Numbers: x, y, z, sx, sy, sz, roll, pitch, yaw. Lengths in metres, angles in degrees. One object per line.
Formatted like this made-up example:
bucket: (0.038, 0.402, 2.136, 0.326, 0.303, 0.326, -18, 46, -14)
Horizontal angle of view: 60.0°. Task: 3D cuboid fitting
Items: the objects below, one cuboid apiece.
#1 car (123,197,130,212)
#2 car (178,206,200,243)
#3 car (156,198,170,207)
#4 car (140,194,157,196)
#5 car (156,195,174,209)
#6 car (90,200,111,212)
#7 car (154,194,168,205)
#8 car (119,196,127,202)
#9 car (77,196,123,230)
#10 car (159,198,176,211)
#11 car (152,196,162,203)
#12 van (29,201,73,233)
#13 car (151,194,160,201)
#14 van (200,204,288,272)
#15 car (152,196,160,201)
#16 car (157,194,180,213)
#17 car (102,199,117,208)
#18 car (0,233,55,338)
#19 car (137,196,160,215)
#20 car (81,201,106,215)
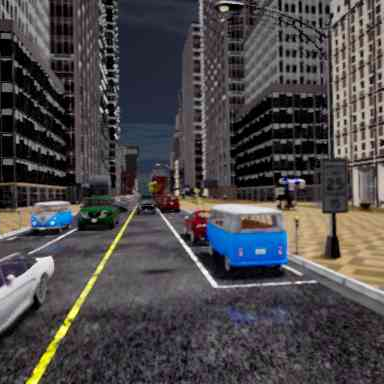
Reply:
car: (-8.618, 1.748, 40.630, 2.033, 1.411, 5.357, -1, 0, -8)
car: (0.651, 1.527, 15.896, 1.887, 1.381, 4.507, -1, 0, -8)
car: (-4.800, 1.625, 54.284, 1.947, 1.339, 4.313, -1, 0, -8)
car: (-6.482, 1.317, 46.940, 2.150, 2.045, 5.566, -1, 0, -8)
car: (-4.028, 1.364, 48.799, 2.192, 1.841, 5.009, -1, 0, -8)
car: (-11.546, 1.736, 42.140, 2.008, 1.369, 4.403, -1, 0, -8)
car: (-5.579, 1.385, 59.769, 2.192, 1.841, 5.009, -1, 0, -8)
car: (-17.749, 1.851, 86.019, 1.802, 1.307, 4.206, -1, 0, -8)
car: (-6.130, 1.320, 22.288, 2.150, 2.045, 5.566, -1, 0, -8)
car: (-3.249, 1.583, 43.314, 1.887, 1.381, 4.507, -1, 0, -8)
car: (-7.730, 1.578, 72.614, 1.882, 1.535, 5.008, -1, 0, -8)
van: (-8.447, 1.482, 20.202, 1.690, 1.788, 3.998, -1, 0, -8)
car: (-10.231, 1.447, 92.677, 2.192, 1.841, 5.009, -1, 0, -8)
van: (1.513, 1.310, 10.426, 1.690, 1.788, 3.998, -1, 0, -8)
car: (-9.453, 1.687, 87.192, 1.947, 1.339, 4.313, -1, 0, -8)
car: (-2.477, 1.342, 37.829, 2.192, 1.841, 5.009, -1, 0, -8)
car: (-13.096, 1.789, 53.110, 1.802, 1.307, 4.206, -1, 0, -8)
car: (-3.703, 1.664, 5.219, 1.895, 1.301, 4.718, -1, 0, -9)
car: (-4.868, 1.563, 35.835, 2.128, 1.511, 4.902, -1, 0, -7)
car: (-10.770, 1.741, 36.655, 1.947, 1.339, 4.313, -1, 0, -8)
